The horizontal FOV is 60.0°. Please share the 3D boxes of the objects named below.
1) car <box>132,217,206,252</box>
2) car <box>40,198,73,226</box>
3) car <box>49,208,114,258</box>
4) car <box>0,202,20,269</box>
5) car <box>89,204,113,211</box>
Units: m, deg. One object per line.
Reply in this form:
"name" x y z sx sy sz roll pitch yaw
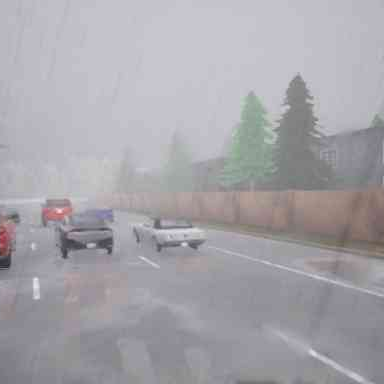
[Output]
"car" -1.242 1.765 14.924 1.895 1.301 4.718 0 -1 -26
"car" -10.652 1.504 26.268 2.150 2.045 5.566 0 0 -26
"car" -4.496 1.639 13.618 2.128 1.511 4.902 0 -1 -26
"car" -7.235 1.343 11.232 2.150 2.045 5.566 0 0 -26
"car" -8.229 1.792 29.321 1.882 1.535 5.008 0 0 -25
